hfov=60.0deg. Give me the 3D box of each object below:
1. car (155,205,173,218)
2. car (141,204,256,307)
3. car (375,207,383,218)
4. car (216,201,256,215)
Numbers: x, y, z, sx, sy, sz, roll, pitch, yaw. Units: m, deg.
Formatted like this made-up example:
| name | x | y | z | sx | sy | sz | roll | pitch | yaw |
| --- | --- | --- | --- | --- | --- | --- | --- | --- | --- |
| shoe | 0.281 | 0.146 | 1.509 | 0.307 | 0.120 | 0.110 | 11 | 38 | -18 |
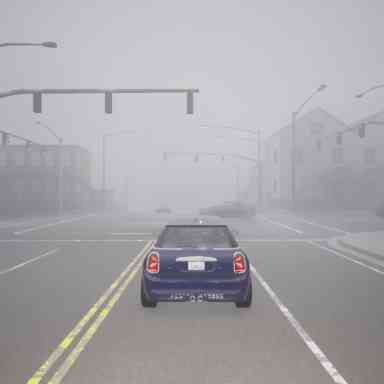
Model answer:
| name | x | y | z | sx | sy | sz | roll | pitch | yaw |
| --- | --- | --- | --- | --- | --- | --- | --- | --- | --- |
| car | -3.558 | 2.570 | 42.599 | 1.895 | 1.301 | 4.718 | 0 | -8 | 0 |
| car | 0.093 | 1.352 | 8.116 | 2.097 | 1.767 | 4.553 | 0 | 0 | 0 |
| car | 17.976 | 1.477 | 27.717 | 5.008 | 1.535 | 1.882 | 0 | 0 | -1 |
| car | 2.626 | 1.471 | 25.641 | 4.902 | 1.511 | 2.128 | 1 | -1 | -25 |
